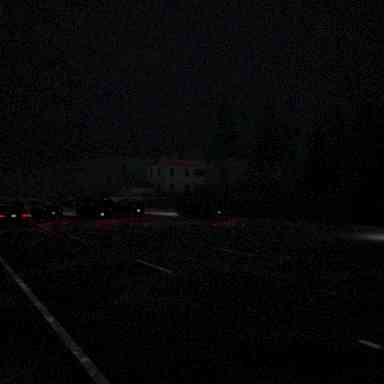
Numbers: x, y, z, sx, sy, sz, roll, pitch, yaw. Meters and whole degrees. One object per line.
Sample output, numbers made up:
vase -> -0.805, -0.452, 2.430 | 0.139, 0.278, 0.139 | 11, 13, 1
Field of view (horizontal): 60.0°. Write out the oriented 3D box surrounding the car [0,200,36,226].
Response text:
car -> -12.269, 1.497, 22.190 | 2.033, 1.411, 5.357 | 0, 0, -36

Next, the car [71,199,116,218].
car -> -8.686, 1.514, 29.124 | 1.895, 1.301, 4.718 | 0, 0, -36

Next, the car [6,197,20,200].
car -> -22.939, 1.430, 42.524 | 1.812, 1.442, 4.674 | 0, 0, -36

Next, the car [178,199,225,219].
car -> 0.704, 1.380, 28.190 | 2.128, 1.511, 4.902 | 0, 0, -36

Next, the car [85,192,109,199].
car -> -13.458, 1.079, 47.339 | 2.150, 2.045, 5.566 | 0, 0, -37

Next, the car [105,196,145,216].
car -> -6.228, 1.400, 31.685 | 1.837, 1.490, 4.892 | 0, 0, -36

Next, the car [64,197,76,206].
car -> -17.303, 1.397, 46.675 | 1.812, 1.442, 4.674 | 0, 0, -36

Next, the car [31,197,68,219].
car -> -12.341, 1.453, 28.179 | 1.812, 1.442, 4.674 | 0, 0, -36
